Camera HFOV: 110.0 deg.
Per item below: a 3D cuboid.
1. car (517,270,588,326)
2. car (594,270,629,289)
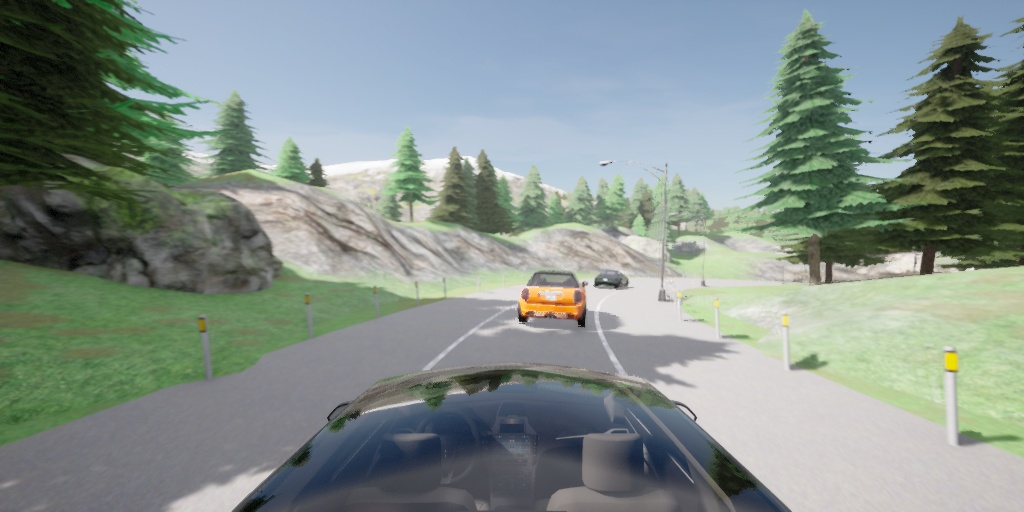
[{"bbox_3d":[1.583,1.263,12.674,2.097,1.767,4.553,1,-1,12],"label":"car"},{"bbox_3d":[8.218,1.853,29.396,1.994,1.385,4.181,3,0,31],"label":"car"}]
